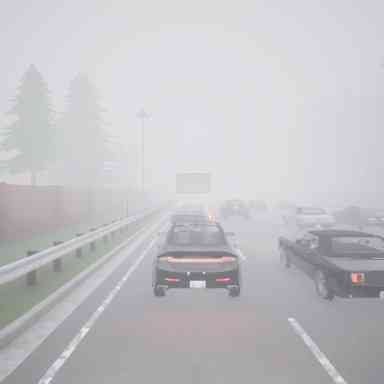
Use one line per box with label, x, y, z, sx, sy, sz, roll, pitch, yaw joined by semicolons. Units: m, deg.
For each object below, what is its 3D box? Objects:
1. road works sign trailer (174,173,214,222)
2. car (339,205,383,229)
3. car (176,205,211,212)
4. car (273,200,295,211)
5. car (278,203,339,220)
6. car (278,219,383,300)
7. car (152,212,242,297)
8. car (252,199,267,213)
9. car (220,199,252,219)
road works sign trailer;0.077;0.464;22.939;2.380;3.560;2.880;0;0;0
car;10.614;1.546;20.963;2.033;1.411;5.357;0;0;0
car;0.000;1.474;19.021;1.882;1.535;5.008;0;0;6
car;10.624;1.600;37.783;1.895;1.301;4.718;0;0;0
car;7.113;1.600;20.847;1.895;1.301;4.718;0;0;0
car;3.606;1.601;8.326;1.895;1.301;4.718;0;0;0
car;0.106;1.491;8.572;2.128;1.511;4.902;0;0;0
car;7.124;1.491;37.415;2.128;1.511;4.902;0;0;0
car;3.618;1.351;29.163;2.097;1.767;4.553;0;0;0
